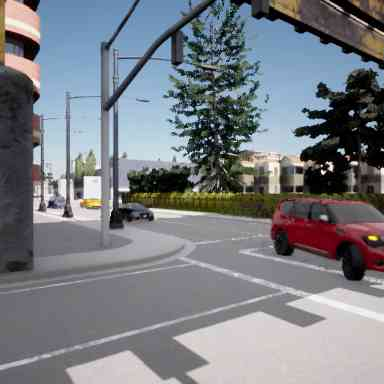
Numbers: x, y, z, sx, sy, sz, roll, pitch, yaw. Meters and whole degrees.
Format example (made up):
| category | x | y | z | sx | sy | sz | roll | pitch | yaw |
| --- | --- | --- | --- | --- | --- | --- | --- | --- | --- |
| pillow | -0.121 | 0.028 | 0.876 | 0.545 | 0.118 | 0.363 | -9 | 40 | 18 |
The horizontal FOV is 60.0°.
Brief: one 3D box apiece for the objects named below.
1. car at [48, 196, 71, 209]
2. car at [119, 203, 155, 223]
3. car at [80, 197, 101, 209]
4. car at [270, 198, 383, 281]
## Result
| category | x | y | z | sx | sy | sz | roll | pitch | yaw |
| --- | --- | --- | --- | --- | --- | --- | --- | --- | --- |
| car | -17.824 | 1.351 | 44.721 | 2.097 | 1.767 | 4.553 | 0 | 0 | -35 |
| car | -4.568 | 1.564 | 25.749 | 1.994 | 1.385 | 4.181 | 0 | 0 | -35 |
| car | -13.877 | 1.478 | 45.445 | 1.882 | 1.535 | 5.008 | 0 | -1 | -34 |
| car | 4.539 | 1.223 | 10.409 | 2.150 | 2.045 | 5.566 | 1 | 0 | -15 |
